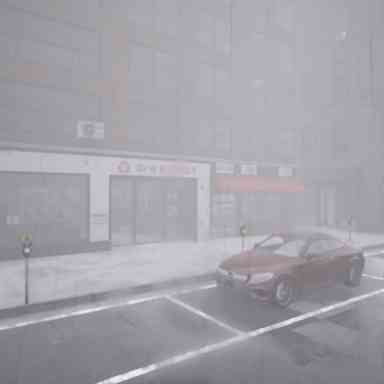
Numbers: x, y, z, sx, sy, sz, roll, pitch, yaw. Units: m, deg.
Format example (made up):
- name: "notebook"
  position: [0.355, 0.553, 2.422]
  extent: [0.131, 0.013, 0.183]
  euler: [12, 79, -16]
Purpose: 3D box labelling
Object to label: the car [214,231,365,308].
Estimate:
- name: "car"
  position: [2.470, 1.614, 7.902]
  extent: [4.206, 1.307, 1.802]
  euler: [0, 0, -35]
